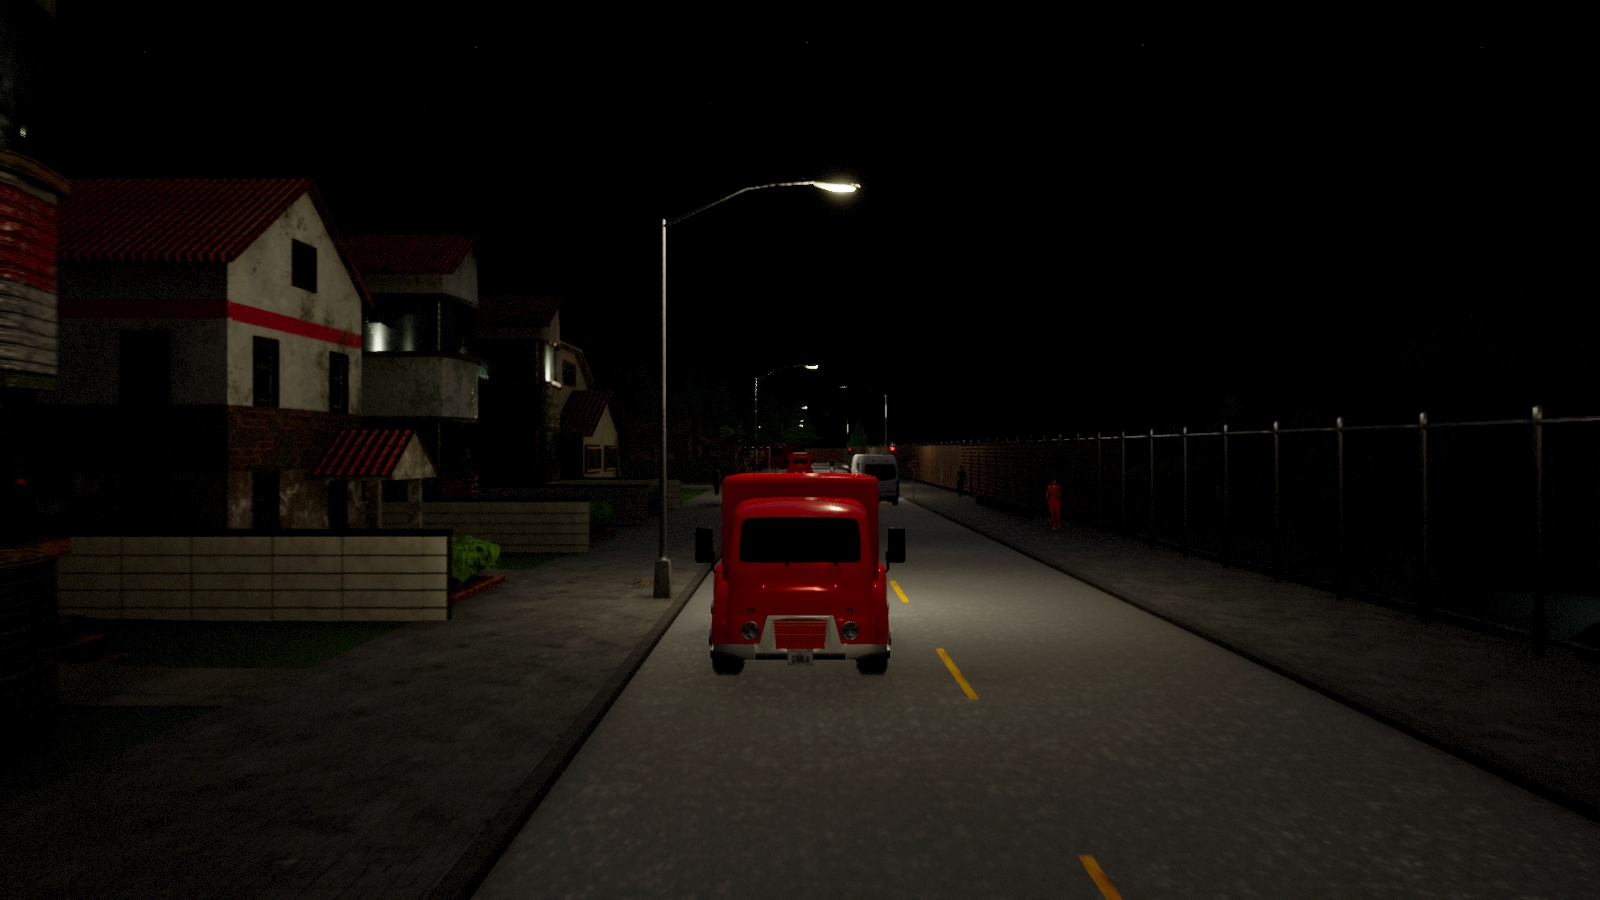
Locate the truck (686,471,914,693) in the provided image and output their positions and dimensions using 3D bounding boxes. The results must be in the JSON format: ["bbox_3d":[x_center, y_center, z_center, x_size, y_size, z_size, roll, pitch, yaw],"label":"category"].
[{"bbox_3d":[0.001,1.568,15.756,2.627,2.467,5.204,0,0,0],"label":"truck"}]

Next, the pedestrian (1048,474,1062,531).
[{"bbox_3d":[8.490,1.744,38.018,0.375,1.860,0.375,0,0,2],"label":"pedestrian"}]
